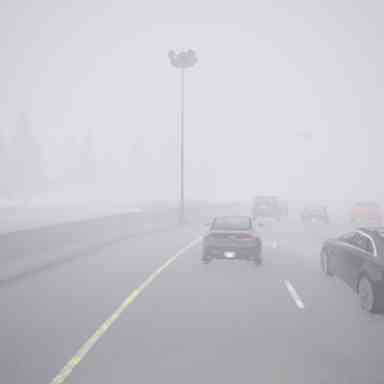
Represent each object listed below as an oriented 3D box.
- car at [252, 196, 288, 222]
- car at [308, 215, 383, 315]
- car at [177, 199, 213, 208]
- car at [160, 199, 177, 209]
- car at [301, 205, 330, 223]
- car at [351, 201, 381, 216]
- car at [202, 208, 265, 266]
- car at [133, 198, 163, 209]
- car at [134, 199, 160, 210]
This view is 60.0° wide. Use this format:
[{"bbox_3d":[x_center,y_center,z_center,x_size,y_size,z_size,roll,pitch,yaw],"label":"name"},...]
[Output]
[{"bbox_3d":[6.548,1.327,27.594,2.150,2.045,5.566,0,0,25],"label":"car"},{"bbox_3d":[4.331,1.534,7.505,2.128,1.511,4.902,0,0,7],"label":"car"},{"bbox_3d":[0.732,1.586,39.260,1.882,1.535,5.008,0,0,31],"label":"car"},{"bbox_3d":[-1.492,1.611,42.349,1.837,1.490,4.892,0,-1,32],"label":"car"},{"bbox_3d":[9.918,1.720,26.558,1.895,1.301,4.718,0,0,25],"label":"car"},{"bbox_3d":[14.163,1.493,27.138,2.097,1.767,4.553,0,0,27],"label":"car"},{"bbox_3d":[1.511,1.544,11.863,1.837,1.490,4.892,0,0,10],"label":"car"},{"bbox_3d":[-6.312,1.661,47.759,1.994,1.385,4.181,0,0,34],"label":"car"},{"bbox_3d":[-4.837,1.641,43.690,2.033,1.411,5.357,0,0,31],"label":"car"}]
